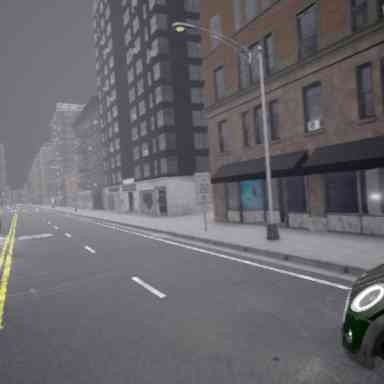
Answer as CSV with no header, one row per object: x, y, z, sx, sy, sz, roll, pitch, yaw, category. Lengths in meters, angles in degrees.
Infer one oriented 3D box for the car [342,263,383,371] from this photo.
3.939,1.054,3.214,4.553,1.767,2.097,-4,0,37,car

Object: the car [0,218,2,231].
-16.557,2.576,26.964,2.128,1.511,4.902,-4,0,-28,car
